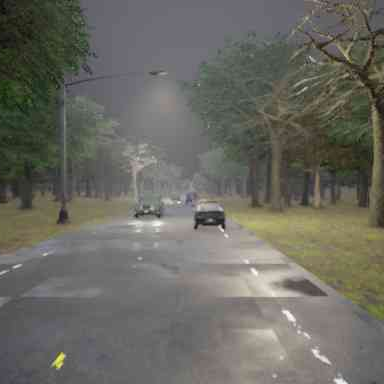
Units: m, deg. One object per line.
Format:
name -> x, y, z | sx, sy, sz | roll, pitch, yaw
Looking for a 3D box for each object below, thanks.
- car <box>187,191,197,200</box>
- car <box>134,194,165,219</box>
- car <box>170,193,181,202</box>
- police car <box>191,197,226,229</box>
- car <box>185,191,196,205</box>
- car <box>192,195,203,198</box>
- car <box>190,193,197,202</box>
car -> 0.016, 0.821, 76.310 | 2.150, 2.045, 5.566 | 0, 0, 0
car -> -3.590, 1.174, 28.892 | 2.150, 2.045, 5.566 | 0, 0, 0
car -> -3.486, 1.088, 69.635 | 2.097, 1.767, 4.553 | 0, 0, 0
police car -> 1.054, 1.396, 21.417 | 1.930, 1.638, 5.238 | 0, 0, 0
car -> 0.012, 1.062, 56.958 | 2.150, 2.045, 5.566 | 0, 0, 0
car -> 1.056, 1.402, 31.498 | 1.801, 1.575, 5.366 | 0, 0, 0
car -> 1.057, 1.279, 37.280 | 2.097, 1.767, 4.553 | 0, 0, 0
